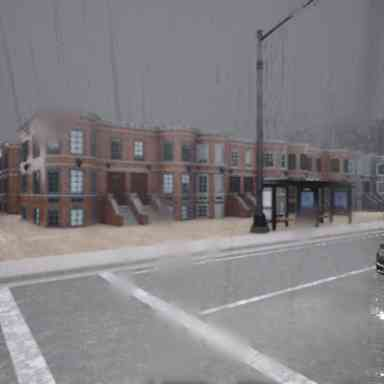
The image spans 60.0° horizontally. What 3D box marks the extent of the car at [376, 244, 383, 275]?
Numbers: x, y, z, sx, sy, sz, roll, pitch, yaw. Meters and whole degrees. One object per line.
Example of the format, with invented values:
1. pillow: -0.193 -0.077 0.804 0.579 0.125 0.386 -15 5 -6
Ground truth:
1. car: 6.887 1.485 8.844 4.902 1.511 2.128 0 0 -32
